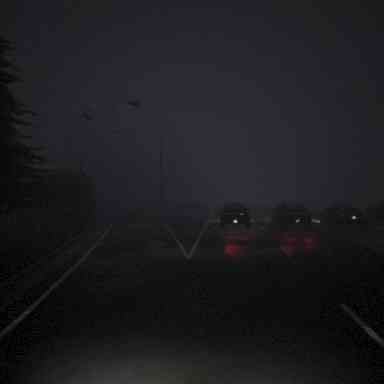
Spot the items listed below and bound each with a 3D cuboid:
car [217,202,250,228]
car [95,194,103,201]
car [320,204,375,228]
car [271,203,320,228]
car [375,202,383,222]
[{"bbox_3d":[2.751,1.444,21.712,1.837,1.490,4.892,0,0,5],"label":"car"},{"bbox_3d":[-23.364,1.221,81.455,2.097,1.767,4.553,0,0,-28],"label":"car"},{"bbox_3d":[9.782,1.482,21.678,1.994,1.385,4.181,0,0,5],"label":"car"},{"bbox_3d":[6.224,1.421,21.262,2.128,1.511,4.902,0,0,5],"label":"car"},{"bbox_3d":[13.347,1.384,22.210,1.882,1.535,5.008,0,0,5],"label":"car"}]
